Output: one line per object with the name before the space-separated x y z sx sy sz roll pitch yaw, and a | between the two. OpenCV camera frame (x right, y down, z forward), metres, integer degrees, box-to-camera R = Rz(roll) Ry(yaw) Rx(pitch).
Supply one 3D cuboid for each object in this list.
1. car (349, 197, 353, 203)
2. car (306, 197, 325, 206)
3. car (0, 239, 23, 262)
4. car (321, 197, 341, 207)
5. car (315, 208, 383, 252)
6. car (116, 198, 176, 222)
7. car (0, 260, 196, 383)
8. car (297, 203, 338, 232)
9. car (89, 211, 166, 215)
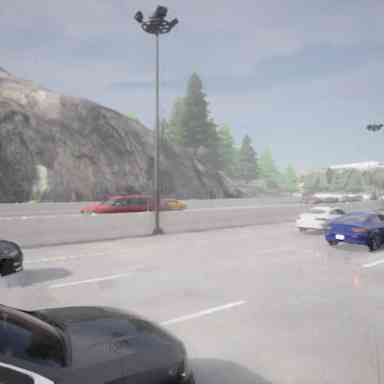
car | 24.590 1.535 51.321 1.882 1.535 5.008 0 0 40
car | 22.132 1.599 59.410 1.812 1.442 4.674 0 0 39
car | -6.650 1.513 7.692 4.902 1.511 2.128 0 0 -35
car | 22.993 1.570 54.905 1.837 1.490 4.892 0 0 40
car | 7.399 1.541 14.089 4.674 1.442 1.812 0 0 -40
car | -3.806 1.403 27.790 4.553 1.767 2.097 0 0 -40
car | -2.217 1.512 2.255 4.892 1.490 1.837 0 0 -36
car | 7.798 1.549 18.999 4.674 1.442 1.812 0 0 -40
car | -4.769 1.265 22.459 5.566 2.045 2.150 0 0 -39
